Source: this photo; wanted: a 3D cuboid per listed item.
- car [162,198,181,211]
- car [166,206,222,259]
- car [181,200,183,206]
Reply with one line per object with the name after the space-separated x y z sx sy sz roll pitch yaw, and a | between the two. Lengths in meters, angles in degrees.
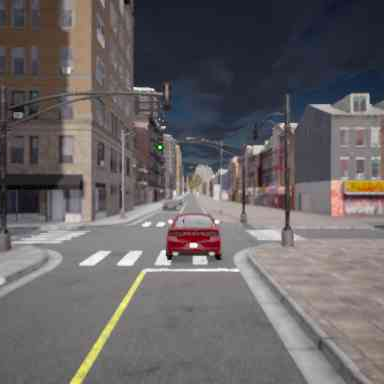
-2.860 1.716 43.734 1.837 1.490 4.892 0 0 0 | car
0.066 1.527 12.909 1.882 1.535 5.008 0 0 0 | car
-2.794 1.886 62.361 1.994 1.385 4.181 0 0 0 | car
